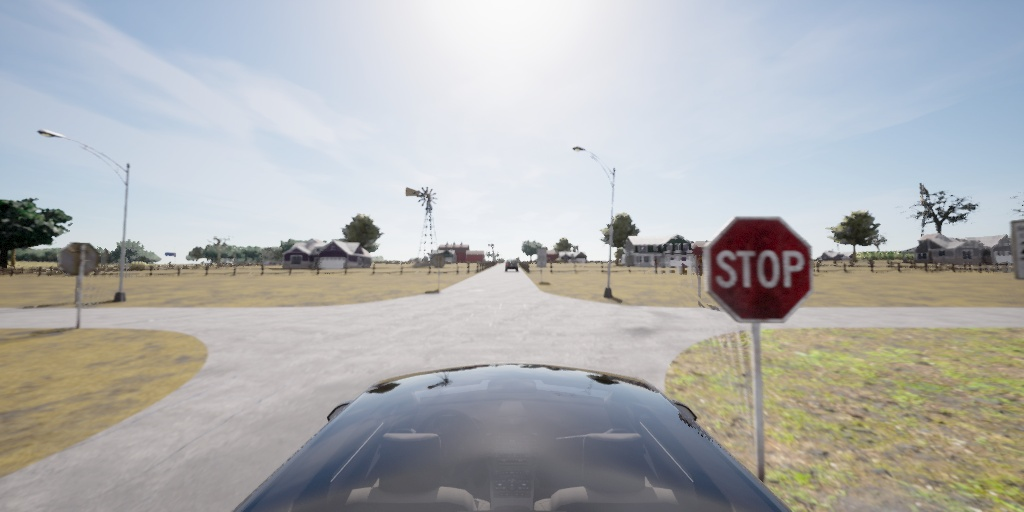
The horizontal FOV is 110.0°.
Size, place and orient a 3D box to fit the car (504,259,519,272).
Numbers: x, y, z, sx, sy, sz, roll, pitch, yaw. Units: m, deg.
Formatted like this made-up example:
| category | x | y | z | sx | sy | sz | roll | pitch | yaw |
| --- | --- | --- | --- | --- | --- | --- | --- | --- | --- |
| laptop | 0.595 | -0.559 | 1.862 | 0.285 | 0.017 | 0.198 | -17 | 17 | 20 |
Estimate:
| category | x | y | z | sx | sy | sz | roll | pitch | yaw |
| --- | --- | --- | --- | --- | --- | --- | --- | --- | --- |
| car | -0.038 | 1.538 | 58.774 | 2.150 | 2.045 | 5.566 | 0 | 0 | 0 |
